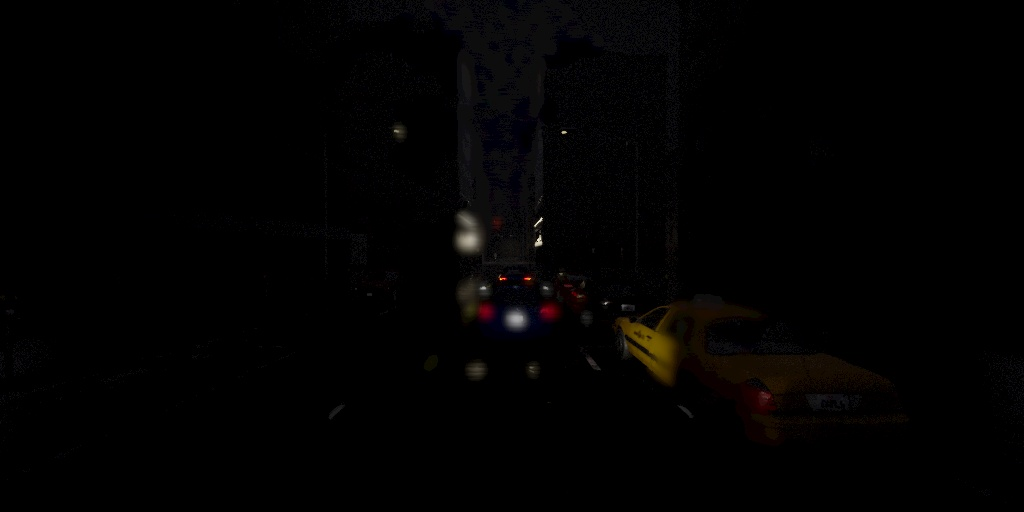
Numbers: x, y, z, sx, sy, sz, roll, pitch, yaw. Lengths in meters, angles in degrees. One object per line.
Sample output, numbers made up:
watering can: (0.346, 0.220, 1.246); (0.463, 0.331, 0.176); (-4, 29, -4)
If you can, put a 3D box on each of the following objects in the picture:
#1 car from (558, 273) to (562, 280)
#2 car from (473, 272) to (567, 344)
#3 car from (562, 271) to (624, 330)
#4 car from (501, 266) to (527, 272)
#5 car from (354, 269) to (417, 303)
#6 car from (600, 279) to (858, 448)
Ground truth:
car: (2.878, 1.327, 16.506); (1.802, 1.307, 4.207); (0, 0, 0)
car: (0.102, 1.312, 9.605); (1.994, 1.385, 4.181); (0, 0, 0)
car: (2.877, 1.313, 10.920); (1.948, 1.339, 4.313); (0, 0, 0)
car: (0.107, 1.270, 19.619); (1.812, 1.442, 4.674); (0, 0, -2)
car: (-5.667, 1.290, 16.506); (1.888, 1.381, 4.507); (0, 0, 0)
car: (2.875, 1.274, 5.504); (1.751, 1.417, 4.829); (0, 0, 0)
